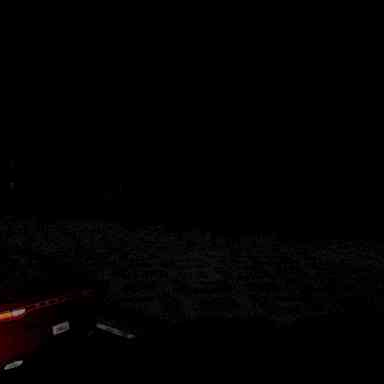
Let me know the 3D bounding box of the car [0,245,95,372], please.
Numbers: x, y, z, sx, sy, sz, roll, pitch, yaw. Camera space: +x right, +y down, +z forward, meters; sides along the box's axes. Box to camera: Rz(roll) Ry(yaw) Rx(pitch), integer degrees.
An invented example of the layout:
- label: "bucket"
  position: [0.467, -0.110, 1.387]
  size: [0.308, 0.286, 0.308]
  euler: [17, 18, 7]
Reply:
- label: "car"
  position: [-3.432, 1.545, 5.399]
  size: [4.507, 1.381, 1.887]
  euler: [0, 0, 35]

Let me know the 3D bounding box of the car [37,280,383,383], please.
- label: "car"
  position: [1.163, 1.545, 2.136]
  size: [4.507, 1.381, 1.887]
  euler: [0, 0, 35]
